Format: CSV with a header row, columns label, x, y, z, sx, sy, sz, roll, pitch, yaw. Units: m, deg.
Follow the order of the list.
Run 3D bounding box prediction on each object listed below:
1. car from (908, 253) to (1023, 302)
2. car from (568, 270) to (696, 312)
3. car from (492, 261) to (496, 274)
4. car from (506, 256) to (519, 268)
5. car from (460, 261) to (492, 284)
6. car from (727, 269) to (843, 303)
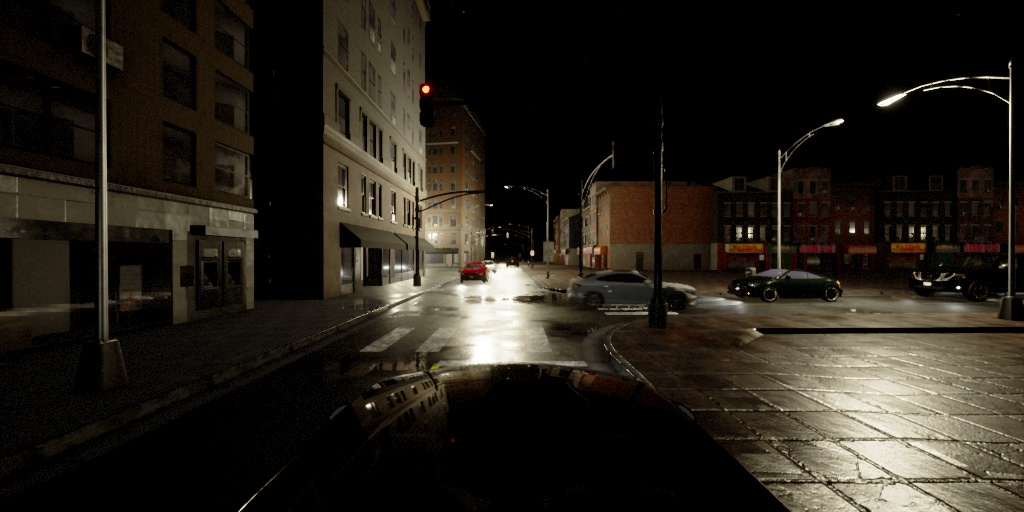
label,x,y,z,sx,sy,sz,roll,pitch,yaw
car,21.320,0.884,16.038,5.566,2.045,2.150,0,0,0
car,4.520,1.259,13.900,4.674,1.442,1.812,0,1,15
car,-2.839,1.282,42.202,1.812,1.442,4.674,0,0,0
car,0.080,0.991,61.384,2.150,2.045,5.566,0,0,0
car,-2.846,1.229,27.628,1.882,1.535,5.008,0,0,0
car,12.042,1.261,15.988,4.181,1.385,1.994,0,0,0
